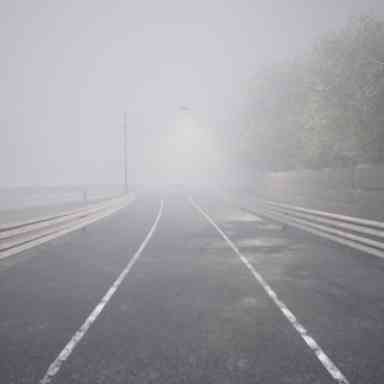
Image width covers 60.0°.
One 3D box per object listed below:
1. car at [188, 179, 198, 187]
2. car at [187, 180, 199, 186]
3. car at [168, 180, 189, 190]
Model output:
[{"bbox_3d":[-0.185,-1.921,84.299,1.895,1.301,4.718,1,3,22],"label":"car"},{"bbox_3d":[0.314,-2.525,94.753,1.812,1.442,4.674,1,3,22],"label":"car"},{"bbox_3d":[-3.091,-1.159,67.900,2.128,1.511,4.902,1,3,22],"label":"car"}]
